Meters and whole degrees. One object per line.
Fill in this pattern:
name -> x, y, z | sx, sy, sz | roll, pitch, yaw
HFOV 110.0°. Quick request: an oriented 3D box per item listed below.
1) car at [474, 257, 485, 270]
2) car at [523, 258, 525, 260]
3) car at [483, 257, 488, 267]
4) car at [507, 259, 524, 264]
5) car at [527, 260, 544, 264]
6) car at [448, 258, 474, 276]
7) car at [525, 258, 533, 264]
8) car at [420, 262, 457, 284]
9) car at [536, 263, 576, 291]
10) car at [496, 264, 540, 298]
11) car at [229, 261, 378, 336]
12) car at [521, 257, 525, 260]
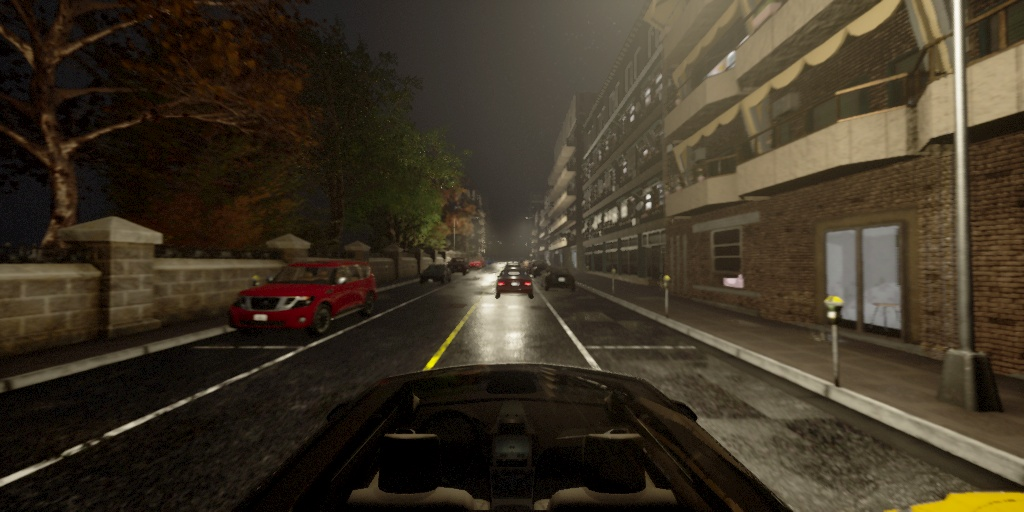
car -> -5.661, 1.325, 54.792 | 1.888, 1.381, 4.507 | 0, 0, 0
car -> 2.717, 1.301, 49.434 | 1.751, 1.417, 4.829 | 0, 0, 0
car -> -5.658, 1.098, 60.315 | 2.192, 1.841, 5.009 | 0, 0, 0
car -> 0.122, 1.373, 41.521 | 1.895, 1.301, 4.718 | 0, 0, 0
car -> 2.708, 1.332, 32.695 | 1.948, 1.339, 4.313 | 0, 0, 0
car -> -5.670, 1.085, 38.222 | 2.192, 1.841, 5.009 | 0, 0, 0
car -> 2.711, 1.209, 38.217 | 1.967, 1.591, 4.097 | 0, 0, 0
car -> -5.676, 1.330, 27.175 | 1.948, 1.339, 4.313 | 0, 0, 0
car -> 2.702, 1.326, 21.646 | 1.948, 1.339, 4.313 | 0, 0, 0
car -> 0.109, 1.307, 18.631 | 2.033, 1.411, 5.357 | 0, 0, 0
car -> -5.684, 1.070, 10.605 | 2.192, 1.841, 5.009 | 0, 0, 0
car -> 2.720, 1.219, 54.788 | 1.967, 1.591, 4.097 | 0, 0, 0
